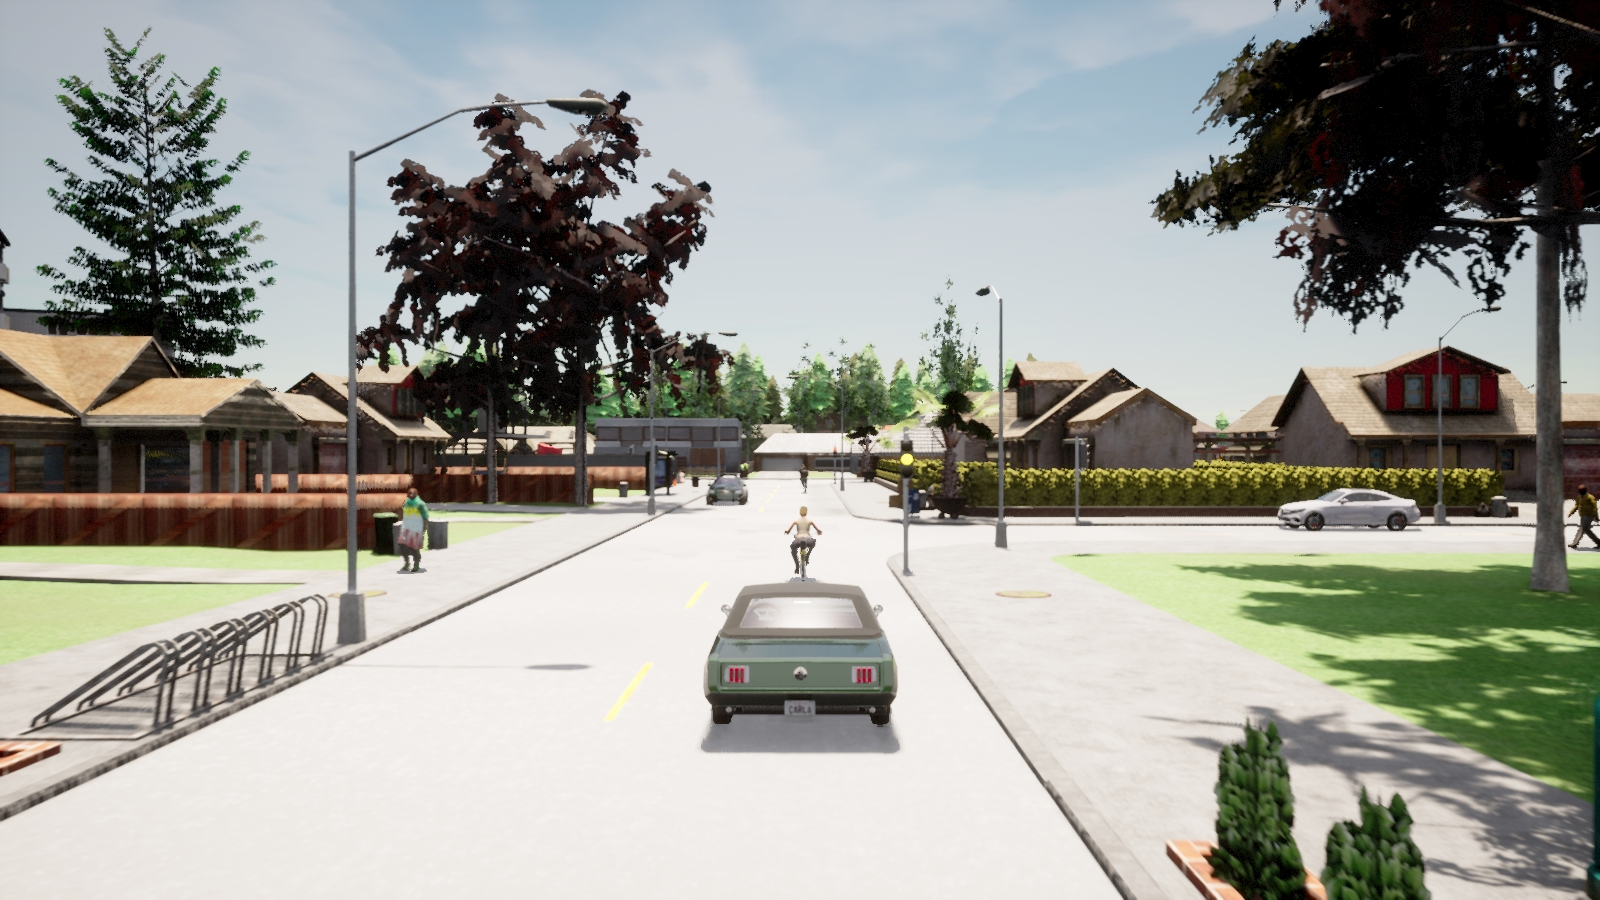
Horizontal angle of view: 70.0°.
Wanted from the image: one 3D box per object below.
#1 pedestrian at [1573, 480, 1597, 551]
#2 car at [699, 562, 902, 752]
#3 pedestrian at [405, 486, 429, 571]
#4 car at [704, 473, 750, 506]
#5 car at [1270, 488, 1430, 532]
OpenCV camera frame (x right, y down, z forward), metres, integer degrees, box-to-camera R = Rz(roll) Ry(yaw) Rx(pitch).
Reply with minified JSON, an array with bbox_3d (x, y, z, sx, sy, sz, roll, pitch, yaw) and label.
[{"bbox_3d":[21.053,1.748,30.633,0.375,1.860,0.375,0,0,0],"label":"pedestrian"},{"bbox_3d":[0.020,2.157,12.997,1.895,1.301,4.718,0,0,0],"label":"car"},{"bbox_3d":[-8.515,1.747,25.406,0.375,1.860,0.375,0,0,13],"label":"pedestrian"},{"bbox_3d":[-3.766,2.047,59.628,2.038,1.542,4.974,0,0,0],"label":"car"},{"bbox_3d":[19.284,2.088,40.224,4.674,1.442,2.002,0,0,0],"label":"car"}]
